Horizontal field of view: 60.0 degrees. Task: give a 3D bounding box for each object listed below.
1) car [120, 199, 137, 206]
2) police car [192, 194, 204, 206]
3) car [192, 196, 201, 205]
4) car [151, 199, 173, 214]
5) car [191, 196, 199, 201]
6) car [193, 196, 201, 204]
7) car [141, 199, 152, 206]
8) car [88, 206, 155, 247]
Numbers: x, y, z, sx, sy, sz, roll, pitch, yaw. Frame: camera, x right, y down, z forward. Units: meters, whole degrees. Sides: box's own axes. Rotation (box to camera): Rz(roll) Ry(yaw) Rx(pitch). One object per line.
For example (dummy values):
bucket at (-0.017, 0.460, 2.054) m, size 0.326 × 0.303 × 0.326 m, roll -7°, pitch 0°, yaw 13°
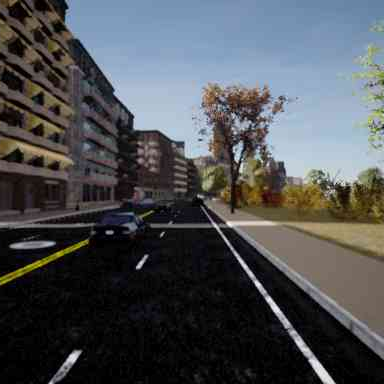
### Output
car at (-9.813, 1.757, 51.447) m, size 1.994 × 1.385 × 4.181 m, roll 0°, pitch 0°, yaw 0°
police car at (0.965, 1.649, 58.965) m, size 1.930 × 1.638 × 5.238 m, roll 0°, pitch 0°, yaw 0°
car at (0.984, 1.721, 68.989) m, size 1.801 × 1.575 × 5.366 m, roll 0°, pitch 0°, yaw 1°
car at (-3.158, 1.739, 37.527) m, size 1.895 × 1.301 × 4.718 m, roll 0°, pitch 0°, yaw 0°
car at (0.939, 1.760, 93.372) m, size 1.837 × 1.490 × 4.892 m, roll 0°, pitch 0°, yaw 4°
car at (1.084, 1.746, 74.906) m, size 1.801 × 1.575 × 5.366 m, roll 0°, pitch 0°, yaw 1°
car at (-6.562, 1.739, 51.212) m, size 2.033 × 1.411 × 5.357 m, roll 0°, pitch 0°, yaw 1°
car at (-3.152, 1.603, 15.231) m, size 2.033 × 1.411 × 5.357 m, roll 0°, pitch 0°, yaw 0°
